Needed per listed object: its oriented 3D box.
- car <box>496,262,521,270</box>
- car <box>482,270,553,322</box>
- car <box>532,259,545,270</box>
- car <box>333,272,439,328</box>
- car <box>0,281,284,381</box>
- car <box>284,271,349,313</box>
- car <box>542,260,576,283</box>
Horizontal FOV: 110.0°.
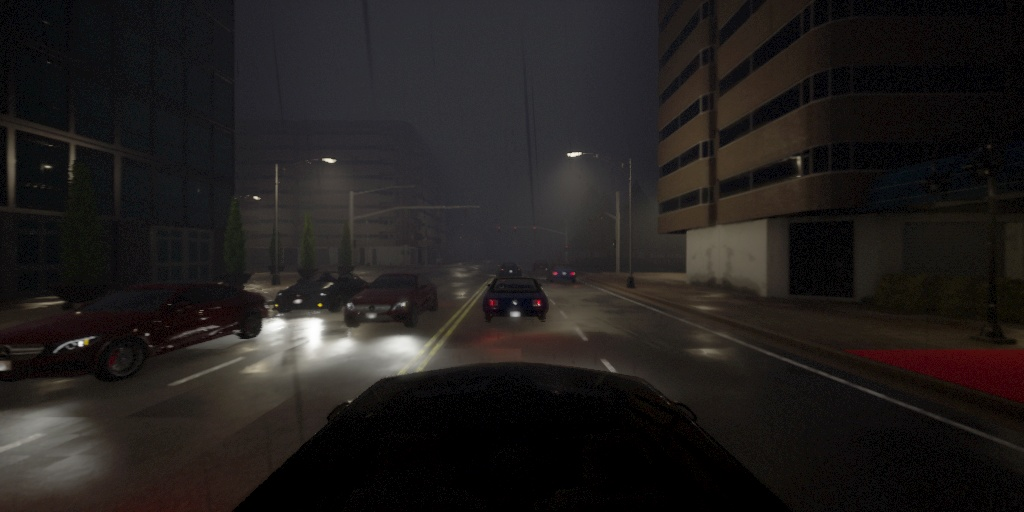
[{"bbox_3d":[-0.333,1.256,32.007,1.994,1.385,4.181,0,0,-7],"label":"car"},{"bbox_3d":[0.098,1.331,12.194,1.895,1.301,4.718,0,0,0],"label":"car"},{"bbox_3d":[3.585,1.122,46.253,1.882,1.535,5.008,0,0,0],"label":"car"},{"bbox_3d":[-3.587,1.258,11.494,1.812,1.442,4.674,0,0,0],"label":"car"},{"bbox_3d":[-7.098,1.265,7.308,1.812,1.442,4.674,0,0,0],"label":"car"},{"bbox_3d":[-7.001,1.292,13.720,1.994,1.385,4.181,0,0,0],"label":"car"},{"bbox_3d":[3.624,1.250,26.955,2.033,1.411,5.357,0,0,1],"label":"car"}]
